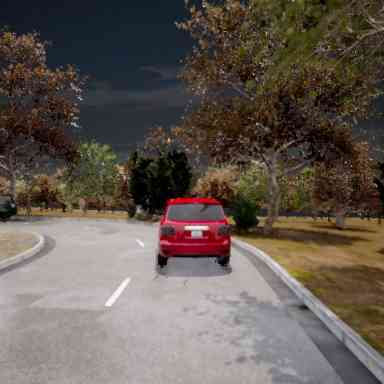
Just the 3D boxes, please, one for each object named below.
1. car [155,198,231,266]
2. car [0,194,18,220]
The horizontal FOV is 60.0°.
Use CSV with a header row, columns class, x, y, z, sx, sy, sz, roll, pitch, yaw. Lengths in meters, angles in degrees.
class,x,y,z,sx,sy,sz,roll,pitch,yaw
car,-0.105,1.229,11.709,2.150,2.045,5.566,0,0,-5
car,-16.714,1.198,26.077,5.566,2.045,2.150,0,-1,-1
